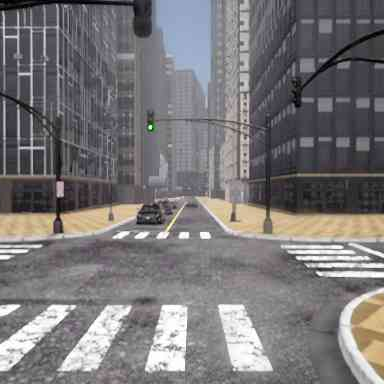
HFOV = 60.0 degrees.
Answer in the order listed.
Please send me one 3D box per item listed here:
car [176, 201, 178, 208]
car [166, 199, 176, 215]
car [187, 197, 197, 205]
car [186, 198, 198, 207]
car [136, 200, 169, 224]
[{"bbox_3d":[-3.088,1.695,47.899,2.128,1.511,4.902,0,0,0],"label":"car"},{"bbox_3d":[-3.099,1.653,36.159,1.837,1.490,4.892,0,0,0],"label":"car"},{"bbox_3d":[-0.008,1.818,65.743,1.812,1.442,4.674,0,0,0],"label":"car"},{"bbox_3d":[-0.007,1.786,55.326,2.033,1.411,5.357,0,0,0],"label":"car"},{"bbox_3d":[-3.097,1.606,25.722,1.837,1.490,4.892,0,0,0],"label":"car"}]
